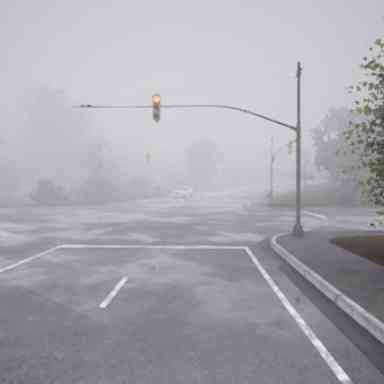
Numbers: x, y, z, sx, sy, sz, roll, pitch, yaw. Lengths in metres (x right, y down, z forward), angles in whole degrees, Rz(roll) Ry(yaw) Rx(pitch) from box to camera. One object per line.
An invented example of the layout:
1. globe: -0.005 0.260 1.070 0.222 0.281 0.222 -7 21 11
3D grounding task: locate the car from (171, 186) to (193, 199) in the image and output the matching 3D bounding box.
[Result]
1. car: -1.584 -0.001 57.170 2.150 2.045 5.566 0 3 21

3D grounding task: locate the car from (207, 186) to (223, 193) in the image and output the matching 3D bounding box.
1. car: 4.905 -0.630 71.336 1.895 1.301 4.718 0 5 28
